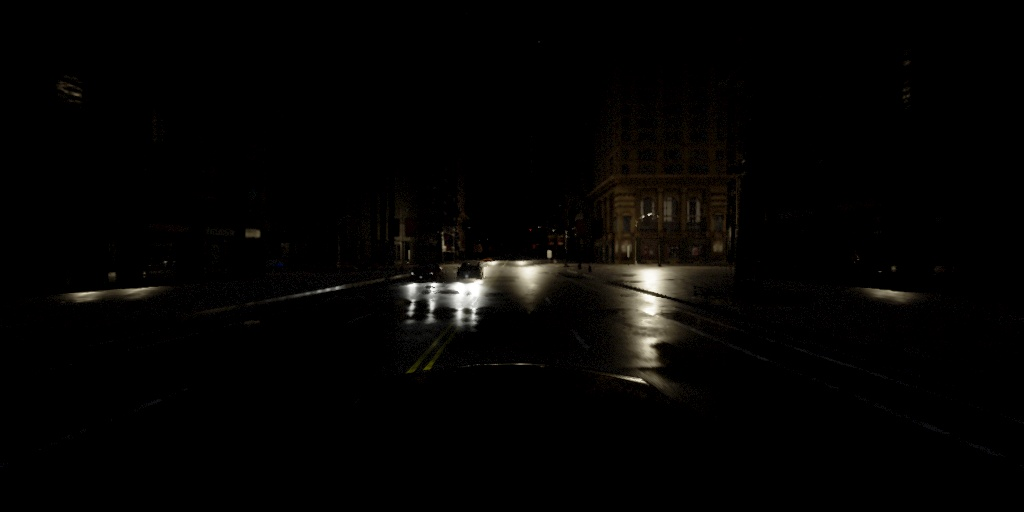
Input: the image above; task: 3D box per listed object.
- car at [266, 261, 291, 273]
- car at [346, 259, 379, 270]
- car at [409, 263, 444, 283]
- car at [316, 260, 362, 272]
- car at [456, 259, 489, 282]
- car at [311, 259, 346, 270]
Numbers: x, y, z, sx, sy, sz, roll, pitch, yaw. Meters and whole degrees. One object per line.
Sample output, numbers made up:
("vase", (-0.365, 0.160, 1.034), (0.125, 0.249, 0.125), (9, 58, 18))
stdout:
("car", (-33.778, 1.716, 49.607), (4.403, 1.370, 2.007), (0, 0, 0))
("car", (-23.977, 1.534, 58.113), (4.507, 1.381, 1.888), (0, 0, 0))
("car", (-6.591, 1.256, 28.301), (1.812, 1.442, 4.674), (0, 0, 0))
("car", (-23.836, 1.558, 49.585), (4.829, 1.417, 1.751), (0, 0, 0))
("car", (-3.339, 1.223, 29.015), (2.128, 1.511, 4.902), (0, 0, 0))
("car", (-29.064, 1.373, 58.130), (5.009, 1.841, 2.192), (0, 0, 0))
